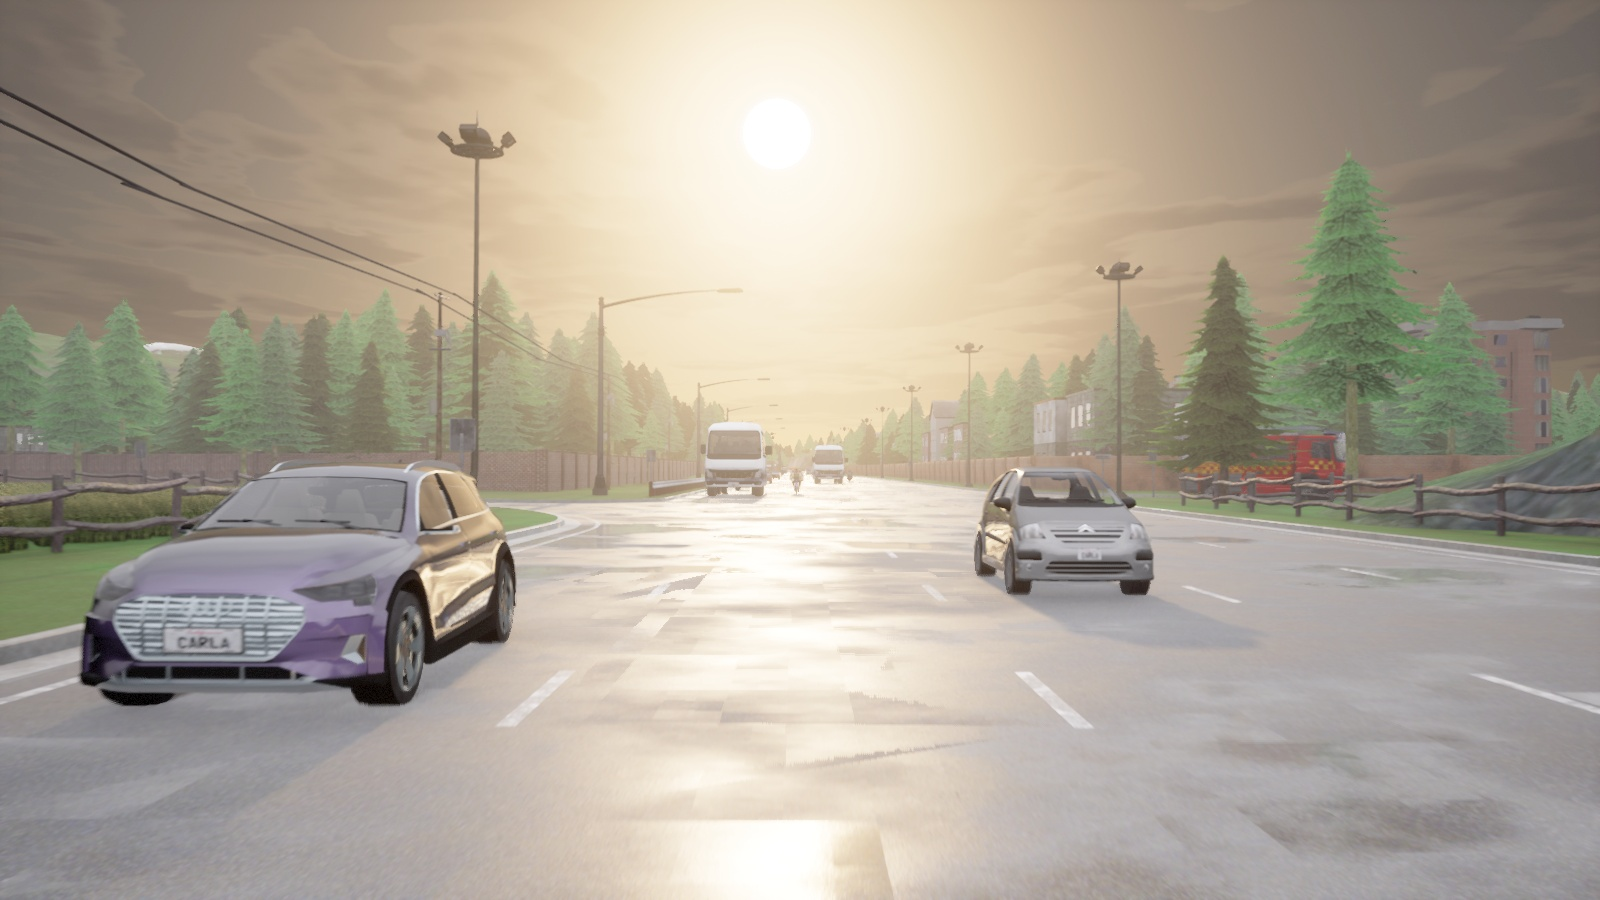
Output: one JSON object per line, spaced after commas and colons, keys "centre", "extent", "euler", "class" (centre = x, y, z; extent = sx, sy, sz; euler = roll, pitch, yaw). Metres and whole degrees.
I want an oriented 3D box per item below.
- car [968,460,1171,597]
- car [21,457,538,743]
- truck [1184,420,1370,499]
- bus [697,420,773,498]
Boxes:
{"centre": [3.458, 0.957, 16.873], "extent": [1.851, 1.617, 3.988], "euler": [0, -1, 0], "class": "car"}
{"centre": [-3.527, 0.906, 9.722], "extent": [2.033, 1.649, 4.856], "euler": [0, -1, -1], "class": "car"}
{"centre": [24.437, 0.548, 64.693], "extent": [8.468, 3.827, 2.891], "euler": [-1, -1, 43], "class": "truck"}
{"centre": [-3.687, 0.592, 74.000], "extent": [3.944, 4.253, 10.273], "euler": [0, -1, 0], "class": "bus"}
